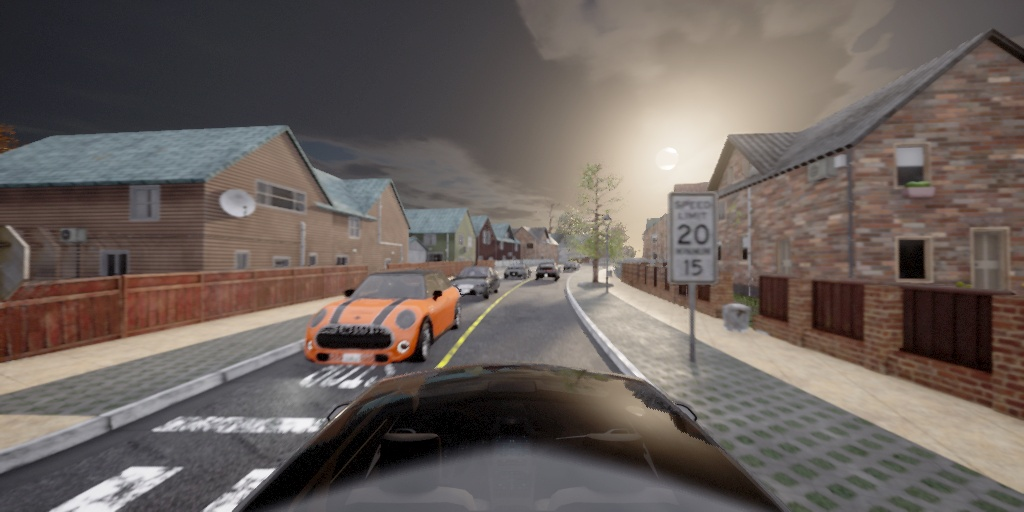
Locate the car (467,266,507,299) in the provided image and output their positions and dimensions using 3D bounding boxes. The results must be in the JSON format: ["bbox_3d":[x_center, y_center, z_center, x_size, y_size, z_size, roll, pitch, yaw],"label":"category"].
[{"bbox_3d":[-1.774,1.271,18.229,2.128,1.511,4.902,0,0,6],"label":"car"}]

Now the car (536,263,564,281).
[{"bbox_3d":[3.194,1.305,31.093,1.837,1.490,4.892,0,0,11],"label":"car"}]

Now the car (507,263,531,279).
[{"bbox_3d":[0.523,1.366,32.693,1.994,1.385,4.181,0,0,11],"label":"car"}]

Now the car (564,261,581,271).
[{"bbox_3d":[8.465,1.359,50.661,2.033,1.411,5.357,0,0,19],"label":"car"}]

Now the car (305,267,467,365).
[{"bbox_3d":[-2.552,1.110,8.212,2.097,1.767,4.553,0,0,3],"label":"car"}]
